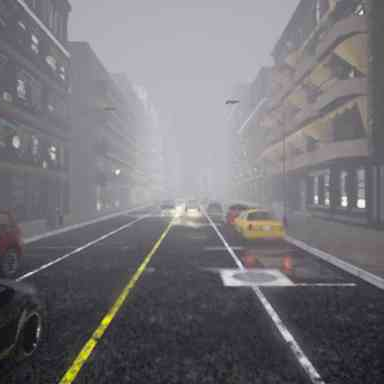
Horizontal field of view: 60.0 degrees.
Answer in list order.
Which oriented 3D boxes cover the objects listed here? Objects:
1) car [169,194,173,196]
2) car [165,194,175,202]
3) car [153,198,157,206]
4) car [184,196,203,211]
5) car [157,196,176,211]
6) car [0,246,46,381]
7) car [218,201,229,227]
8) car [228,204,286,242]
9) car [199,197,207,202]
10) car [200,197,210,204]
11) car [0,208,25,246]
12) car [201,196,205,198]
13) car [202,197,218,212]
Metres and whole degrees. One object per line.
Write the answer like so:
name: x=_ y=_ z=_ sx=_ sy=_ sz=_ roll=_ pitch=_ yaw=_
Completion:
car: x=-5.683 y=1.755 z=75.024 sx=1.887 sy=1.381 sz=4.507 roll=0 pitch=0 yaw=0
car: x=-5.681 y=1.556 z=86.297 sx=2.192 sy=1.841 sz=5.009 roll=0 pitch=0 yaw=0
car: x=-5.684 y=1.715 z=58.114 sx=2.008 sy=1.369 sz=4.403 roll=0 pitch=0 yaw=0
car: x=0.086 y=1.647 z=42.654 sx=1.812 sy=1.442 sz=4.674 roll=0 pitch=0 yaw=0
car: x=-3.089 y=1.673 z=44.123 sx=2.033 sy=1.411 sz=5.357 roll=0 pitch=0 yaw=0
car: x=-3.099 y=1.573 z=3.110 sx=1.994 sy=1.385 sz=4.181 roll=0 pitch=0 yaw=0
car: x=3.142 y=1.545 z=23.381 sx=1.882 sy=1.535 sz=5.008 roll=0 pitch=0 yaw=0
car: x=3.151 y=1.505 z=16.572 sx=1.801 sy=1.575 sz=5.366 roll=0 pitch=0 yaw=0
car: x=2.698 y=1.808 z=80.655 sx=1.802 sy=1.307 sz=4.206 roll=0 pitch=0 yaw=0
car: x=2.698 y=1.761 z=69.382 sx=1.947 sy=1.339 sz=4.313 roll=0 pitch=0 yaw=0
car: x=-5.687 y=1.337 z=7.390 sx=2.192 sy=1.841 sz=5.009 roll=0 pitch=0 yaw=0
car: x=2.698 y=1.706 z=63.916 sx=1.752 sy=1.417 sz=4.829 roll=0 pitch=0 yaw=0
car: x=2.695 y=1.669 z=41.201 sx=2.008 sy=1.369 sz=4.403 roll=0 pitch=0 yaw=0
